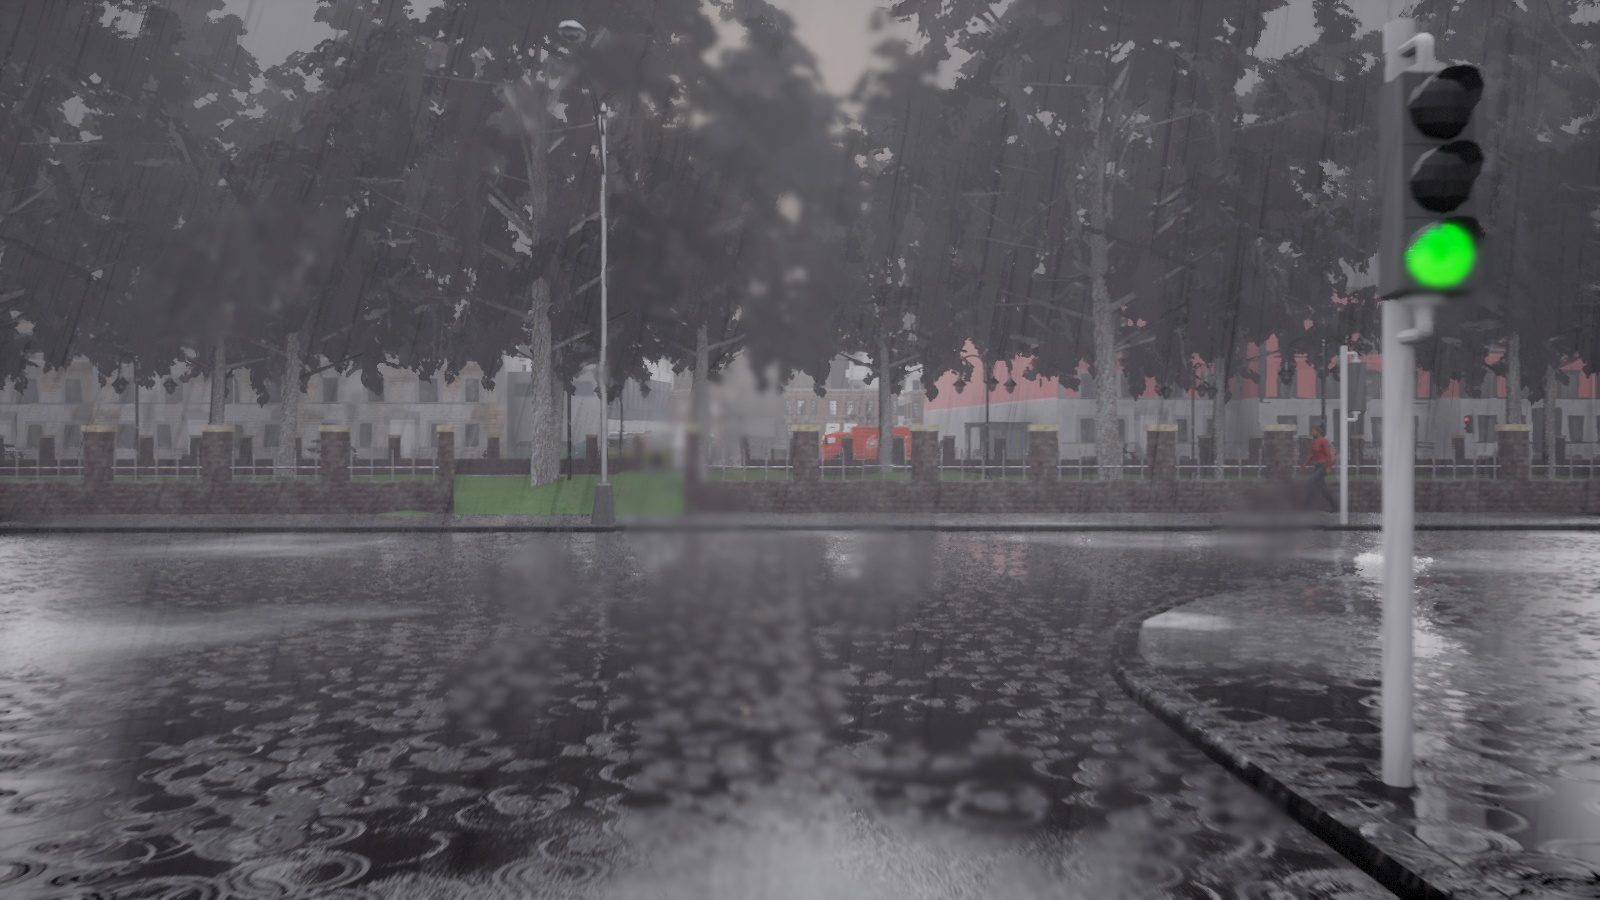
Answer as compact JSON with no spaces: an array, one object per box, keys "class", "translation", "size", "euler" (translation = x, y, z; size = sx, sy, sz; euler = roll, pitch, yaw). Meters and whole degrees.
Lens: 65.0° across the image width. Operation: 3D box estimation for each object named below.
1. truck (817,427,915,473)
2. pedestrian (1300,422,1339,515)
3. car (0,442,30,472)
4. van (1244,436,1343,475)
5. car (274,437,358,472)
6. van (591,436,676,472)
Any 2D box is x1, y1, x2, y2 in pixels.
[{"class":"truck","translation":[3.551,-0.016,68.810],"size":[5.204,2.467,2.627],"euler":[0,0,-1]},{"class":"pedestrian","translation":[10.313,0.363,24.934],"size":[0.636,1.846,0.331],"euler":[0,0,0]},{"class":"car","translation":[-44.915,0.369,68.228],"size":[4.856,1.649,2.033],"euler":[0,0,-1]},{"class":"van","translation":[25.522,0.254,65.068],"size":[4.442,1.987,1.775],"euler":[0,0,0]},{"class":"car","translation":[-26.344,0.247,68.461],"size":[3.866,1.878,1.905],"euler":[0,0,-1]},{"class":"van","translation":[-9.090,0.215,68.670],"size":[4.442,1.987,1.775],"euler":[0,0,-1]}]
